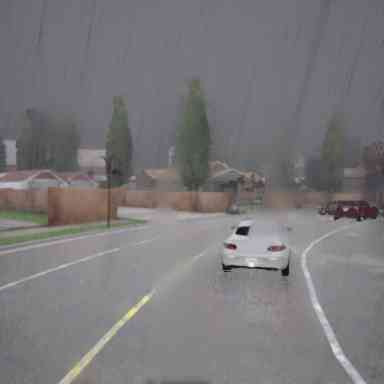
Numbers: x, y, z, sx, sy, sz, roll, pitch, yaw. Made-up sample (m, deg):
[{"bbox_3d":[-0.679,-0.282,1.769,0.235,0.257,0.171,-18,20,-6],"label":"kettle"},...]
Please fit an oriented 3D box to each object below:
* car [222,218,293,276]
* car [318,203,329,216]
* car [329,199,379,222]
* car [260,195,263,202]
[{"bbox_3d":[2.146,1.547,10.500,1.812,1.442,4.674,0,0,17],"label":"car"},{"bbox_3d":[14.380,1.638,32.641,4.892,1.490,1.837,1,-1,-33],"label":"car"},{"bbox_3d":[13.600,1.443,27.431,4.553,1.767,2.097,1,0,-42],"label":"car"},{"bbox_3d":[12.541,0.929,54.991,1.816,1.474,4.193,-2,0,-5],"label":"car"}]
